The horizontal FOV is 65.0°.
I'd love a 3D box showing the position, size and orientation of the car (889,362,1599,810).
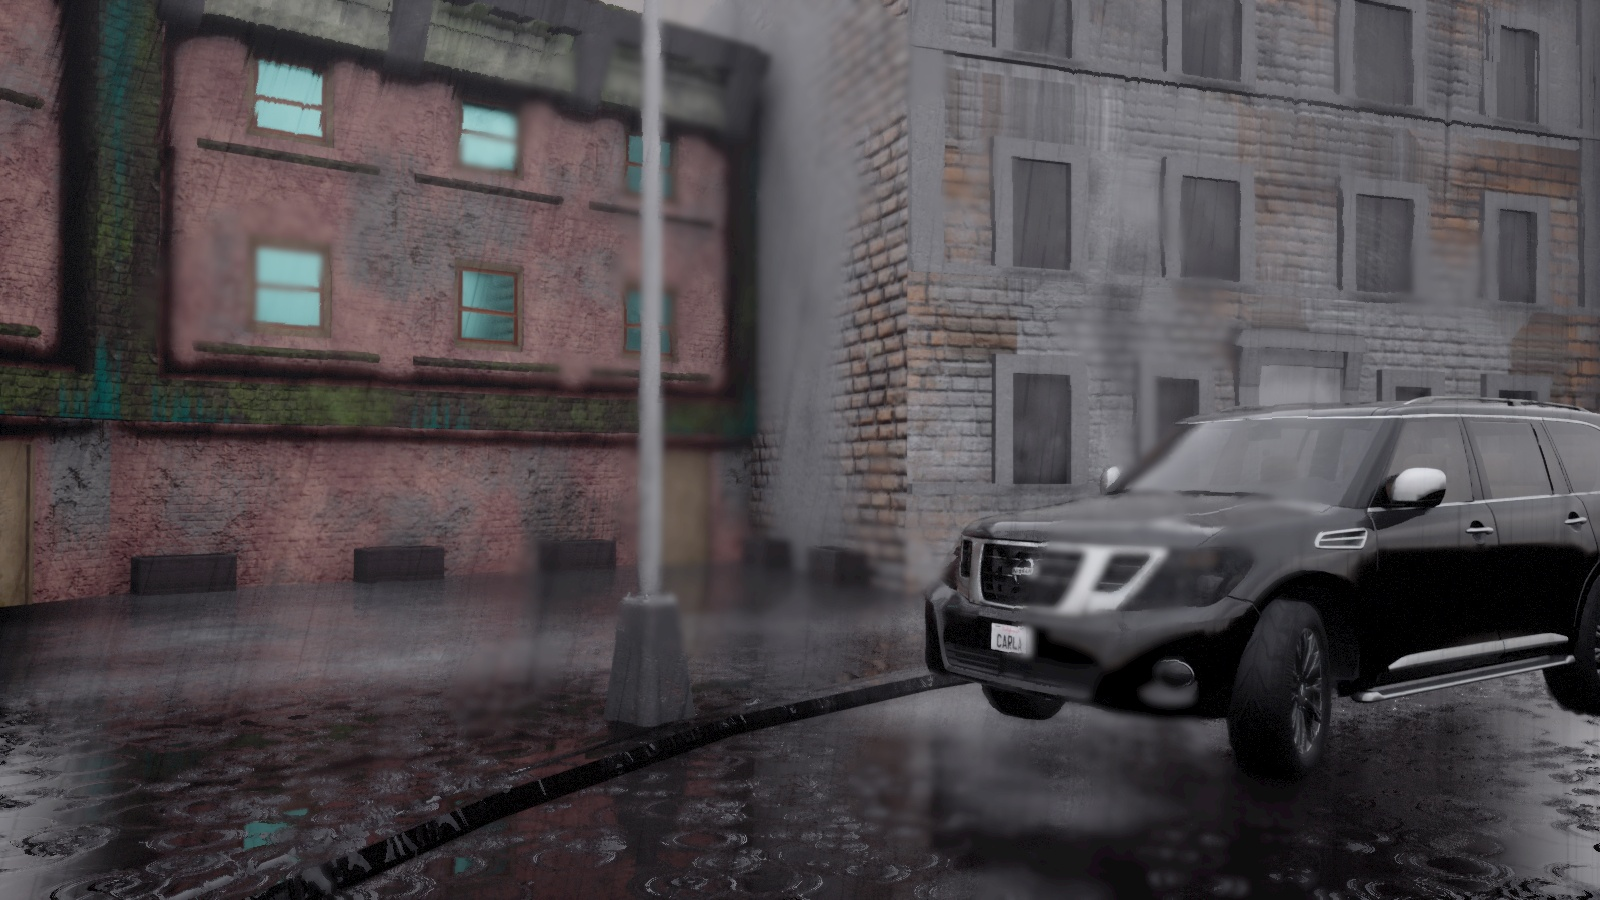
[{"bbox_3d":[3.458,0.651,8.169,5.566,2.045,2.150,0,-1,-33],"label":"car"}]
